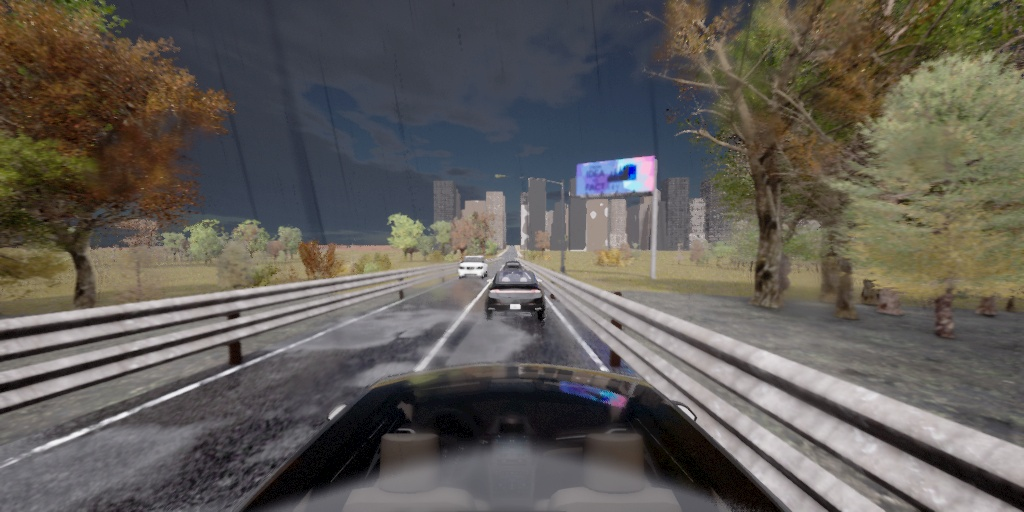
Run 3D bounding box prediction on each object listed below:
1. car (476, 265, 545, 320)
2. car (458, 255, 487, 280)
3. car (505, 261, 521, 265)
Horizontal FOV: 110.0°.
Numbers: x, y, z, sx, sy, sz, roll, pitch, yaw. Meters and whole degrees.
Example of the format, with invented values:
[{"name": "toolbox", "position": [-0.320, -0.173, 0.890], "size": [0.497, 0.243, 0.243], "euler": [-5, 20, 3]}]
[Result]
[{"name": "car", "position": [0.096, 1.238, 12.691], "size": [2.128, 1.511, 4.902], "euler": [0, 0, 0]}, {"name": "car", "position": [-3.331, 0.963, 31.569], "size": [2.150, 2.045, 5.566], "euler": [0, 0, 0]}, {"name": "car", "position": [0.088, 1.243, 34.542], "size": [1.837, 1.490, 4.892], "euler": [0, 0, 0]}]
